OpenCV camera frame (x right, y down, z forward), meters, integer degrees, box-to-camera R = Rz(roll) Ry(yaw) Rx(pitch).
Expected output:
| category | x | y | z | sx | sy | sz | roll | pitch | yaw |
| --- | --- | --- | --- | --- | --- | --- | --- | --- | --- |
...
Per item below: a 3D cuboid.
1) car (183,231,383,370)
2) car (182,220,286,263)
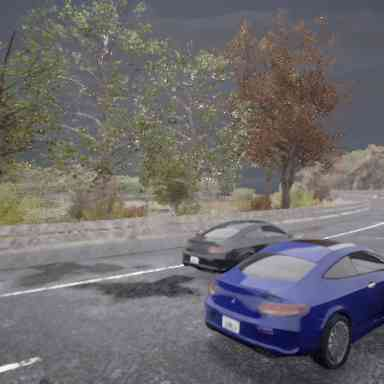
| category | x | y | z | sx | sy | sz | roll | pitch | yaw |
| --- | --- | --- | --- | --- | --- | --- | --- | --- | --- |
| car | 2.303 | 1.538 | 5.715 | 4.674 | 1.442 | 1.812 | 0 | 0 | -38 |
| car | 1.833 | 1.552 | 9.865 | 4.674 | 1.442 | 1.812 | 0 | 0 | -40 |
